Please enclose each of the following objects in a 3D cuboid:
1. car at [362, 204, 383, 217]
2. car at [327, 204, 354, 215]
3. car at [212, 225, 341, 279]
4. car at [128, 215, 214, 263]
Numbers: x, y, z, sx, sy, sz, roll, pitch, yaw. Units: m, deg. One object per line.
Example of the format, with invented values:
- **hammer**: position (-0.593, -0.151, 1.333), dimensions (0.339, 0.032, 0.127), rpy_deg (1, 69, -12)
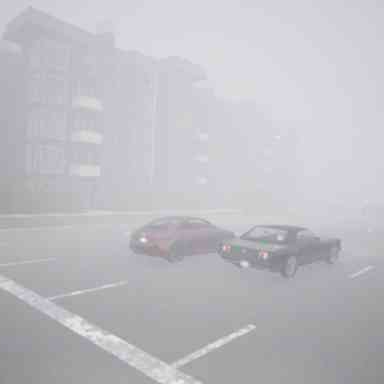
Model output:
- **car**: position (23.468, 2.369, 42.941), dimensions (2.128, 1.511, 4.902), rpy_deg (2, 0, 43)
- **car**: position (19.648, 2.267, 43.961), dimensions (2.033, 1.411, 5.357), rpy_deg (2, 0, 43)
- **car**: position (2.985, 1.702, 10.517), dimensions (1.895, 1.301, 4.718), rpy_deg (2, 0, 45)
- **car**: position (-0.187, 1.533, 11.930), dimensions (1.994, 1.385, 4.181), rpy_deg (2, 0, 42)
